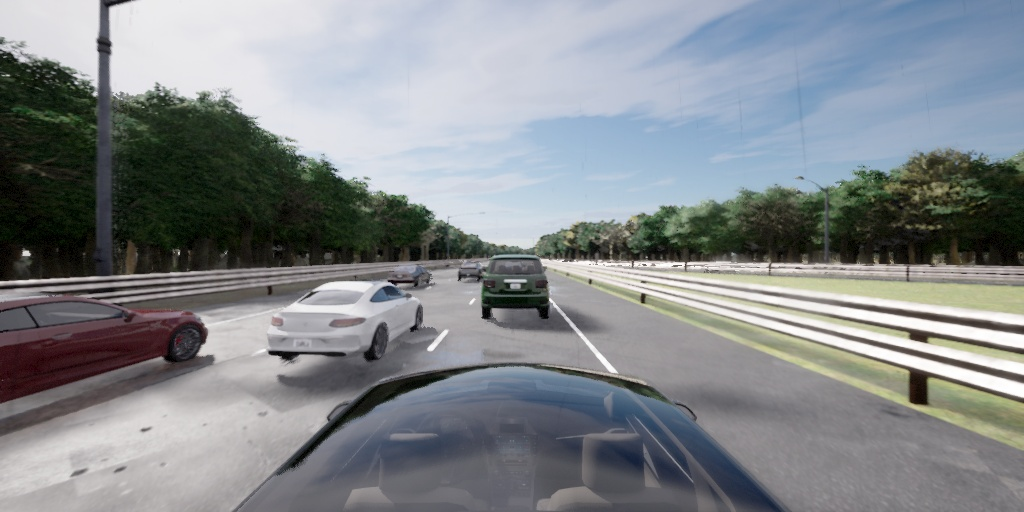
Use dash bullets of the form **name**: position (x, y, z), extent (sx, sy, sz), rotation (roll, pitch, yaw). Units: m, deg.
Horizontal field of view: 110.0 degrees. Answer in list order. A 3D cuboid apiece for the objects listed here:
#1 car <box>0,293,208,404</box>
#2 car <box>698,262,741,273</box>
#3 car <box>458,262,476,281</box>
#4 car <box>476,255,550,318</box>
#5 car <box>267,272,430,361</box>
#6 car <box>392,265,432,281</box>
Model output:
- **car**: position (-6.901, 1.248, 5.081), extent (1.812, 1.442, 4.674), rotation (0, 0, 0)
- **car**: position (28.066, 1.552, 48.535), extent (2.033, 1.411, 5.357), rotation (0, 0, -25)
- **car**: position (-3.398, 1.270, 30.339), extent (2.128, 1.511, 4.902), rotation (0, 0, 0)
- **car**: position (0.101, 0.978, 13.160), extent (2.150, 2.045, 5.566), rotation (0, 0, 0)
- **car**: position (-3.386, 1.262, 8.109), extent (1.812, 1.442, 4.674), rotation (1, 0, 0)
- **car**: position (-6.894, 1.309, 24.518), extent (2.033, 1.411, 5.357), rotation (0, 0, 0)
